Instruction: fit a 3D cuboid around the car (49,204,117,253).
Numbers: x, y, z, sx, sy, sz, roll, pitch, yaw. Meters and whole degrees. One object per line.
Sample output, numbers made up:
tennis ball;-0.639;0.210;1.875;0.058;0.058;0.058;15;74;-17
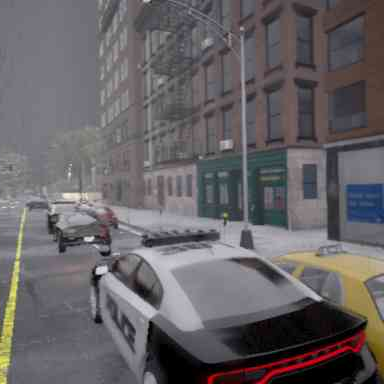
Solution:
car;-4.585;1.451;13.539;1.812;1.442;4.674;-2;1;-26

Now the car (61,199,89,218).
car;-10.472;1.389;29.497;1.752;1.417;4.829;-2;1;-26

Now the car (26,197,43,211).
car;-18.456;1.404;39.745;1.882;1.535;5.008;-2;1;-26

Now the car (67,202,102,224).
car;-7.944;1.449;24.401;1.802;1.307;4.206;-2;1;-26

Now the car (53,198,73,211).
car;-15.296;1.441;39.234;1.802;1.307;4.206;-2;1;-26

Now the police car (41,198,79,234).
police car;-7.300;1.344;19.012;1.930;1.638;5.238;-2;1;-26

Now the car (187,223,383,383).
car;1.778;1.415;4.772;1.752;1.417;4.829;-2;1;-26

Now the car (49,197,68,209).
car;-17.746;1.423;44.178;1.947;1.339;4.313;-2;1;-26

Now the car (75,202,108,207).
car;-5.494;1.453;19.457;1.802;1.307;4.206;-2;1;-26

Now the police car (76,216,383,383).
police car;-0.195;1.361;4.676;1.930;1.638;5.238;-2;1;-26

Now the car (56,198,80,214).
car;-12.846;1.406;34.289;1.887;1.381;4.507;-2;1;-26
